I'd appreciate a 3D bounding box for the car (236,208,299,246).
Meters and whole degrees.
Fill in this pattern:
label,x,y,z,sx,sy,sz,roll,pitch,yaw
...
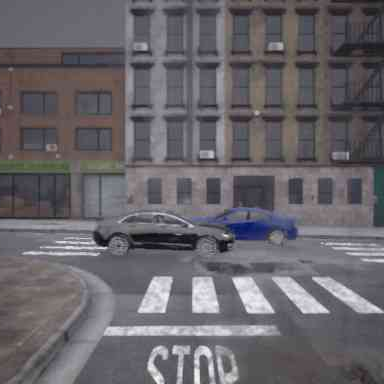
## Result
label,x,y,z,sx,sy,sz,roll,pitch,yaw
car,2.072,1.432,14.598,5.008,1.535,1.882,1,0,0

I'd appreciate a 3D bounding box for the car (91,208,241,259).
label,x,y,z,sx,sy,sz,roll,pitch,yaw
car,-0.974,1.386,11.661,4.902,1.511,2.128,1,0,0
